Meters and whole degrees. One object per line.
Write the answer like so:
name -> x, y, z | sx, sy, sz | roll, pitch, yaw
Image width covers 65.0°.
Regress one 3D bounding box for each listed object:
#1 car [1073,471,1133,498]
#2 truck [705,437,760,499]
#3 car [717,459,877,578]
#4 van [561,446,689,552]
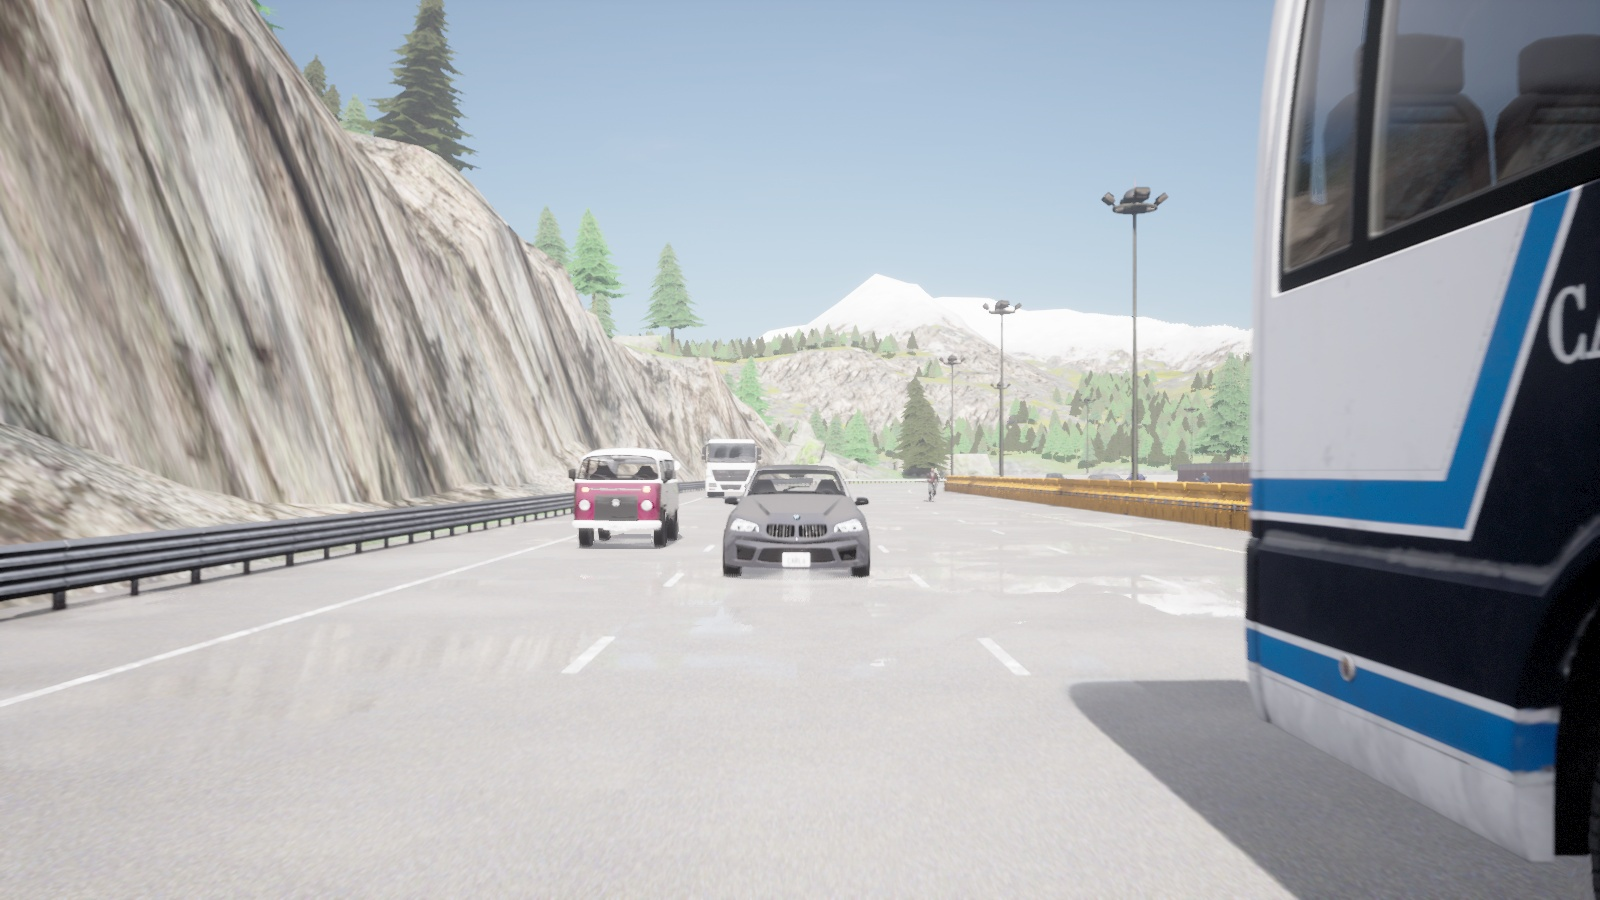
car -> 17.156, 1.940, 71.327 | 2.163, 1.488, 4.792 | 0, -1, -1
truck -> -3.898, 1.088, 74.069 | 2.891, 3.462, 7.936 | 0, -1, -1
car -> -0.045, 0.990, 19.956 | 2.242, 1.667, 4.611 | 0, -1, 0
van -> -3.567, 0.996, 26.415 | 2.069, 2.038, 4.480 | 0, -1, 0
